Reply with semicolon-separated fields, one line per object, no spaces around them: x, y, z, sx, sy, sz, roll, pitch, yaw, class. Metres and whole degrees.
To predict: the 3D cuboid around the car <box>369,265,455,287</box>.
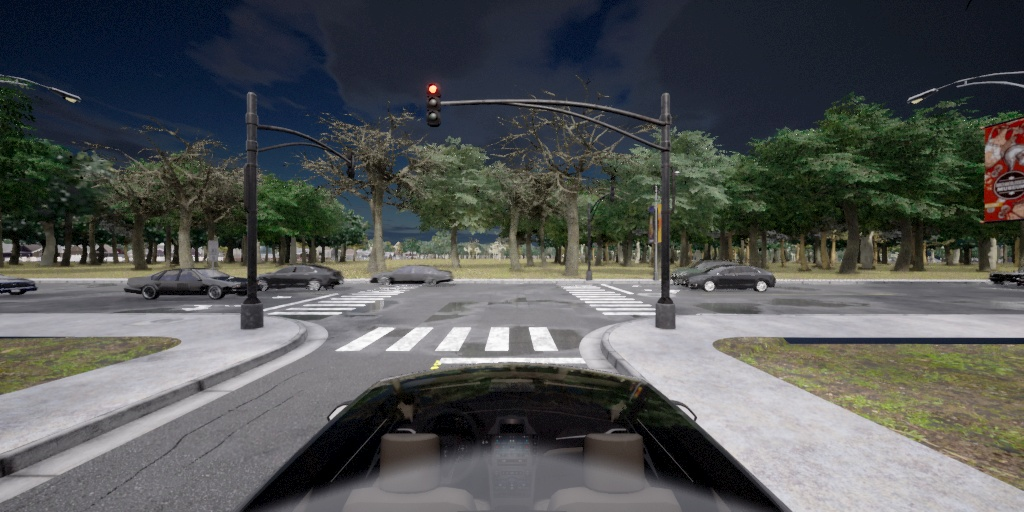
-6.525;1.282;23.818;5.357;1.411;2.033;0;0;0;car

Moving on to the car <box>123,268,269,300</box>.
-15.099;1.282;17.111;5.357;1.411;2.033;0;0;0;car

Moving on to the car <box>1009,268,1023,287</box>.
32.771;1.343;20.596;5.357;1.411;2.033;0;0;0;car

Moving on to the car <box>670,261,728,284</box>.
12.882;1.112;23.835;4.553;1.767;2.097;0;0;0;car

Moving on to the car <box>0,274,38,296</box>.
-26.313;1.272;17.100;5.357;1.411;2.033;0;0;0;car

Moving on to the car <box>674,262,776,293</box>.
12.318;1.268;20.587;4.892;1.490;1.837;0;0;0;car

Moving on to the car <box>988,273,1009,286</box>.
35.077;1.396;23.842;4.718;1.301;1.895;0;0;0;car

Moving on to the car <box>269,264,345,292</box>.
-12.238;1.237;20.564;4.892;1.490;1.837;0;0;0;car
